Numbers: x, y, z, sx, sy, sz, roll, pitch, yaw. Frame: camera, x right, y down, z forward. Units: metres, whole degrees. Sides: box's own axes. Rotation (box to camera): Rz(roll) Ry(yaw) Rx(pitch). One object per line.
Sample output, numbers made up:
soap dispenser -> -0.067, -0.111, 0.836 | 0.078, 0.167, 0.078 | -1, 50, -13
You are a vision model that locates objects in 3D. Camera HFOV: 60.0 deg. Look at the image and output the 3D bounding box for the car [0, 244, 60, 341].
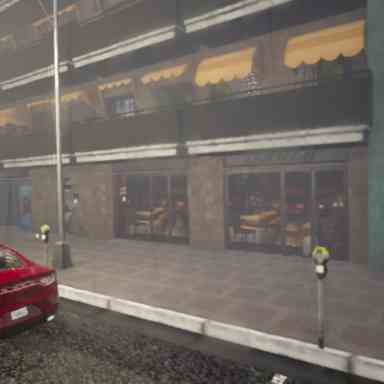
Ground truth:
car -> -4.171, 1.488, 5.633 | 4.507, 1.381, 1.887 | 0, 2, 33
